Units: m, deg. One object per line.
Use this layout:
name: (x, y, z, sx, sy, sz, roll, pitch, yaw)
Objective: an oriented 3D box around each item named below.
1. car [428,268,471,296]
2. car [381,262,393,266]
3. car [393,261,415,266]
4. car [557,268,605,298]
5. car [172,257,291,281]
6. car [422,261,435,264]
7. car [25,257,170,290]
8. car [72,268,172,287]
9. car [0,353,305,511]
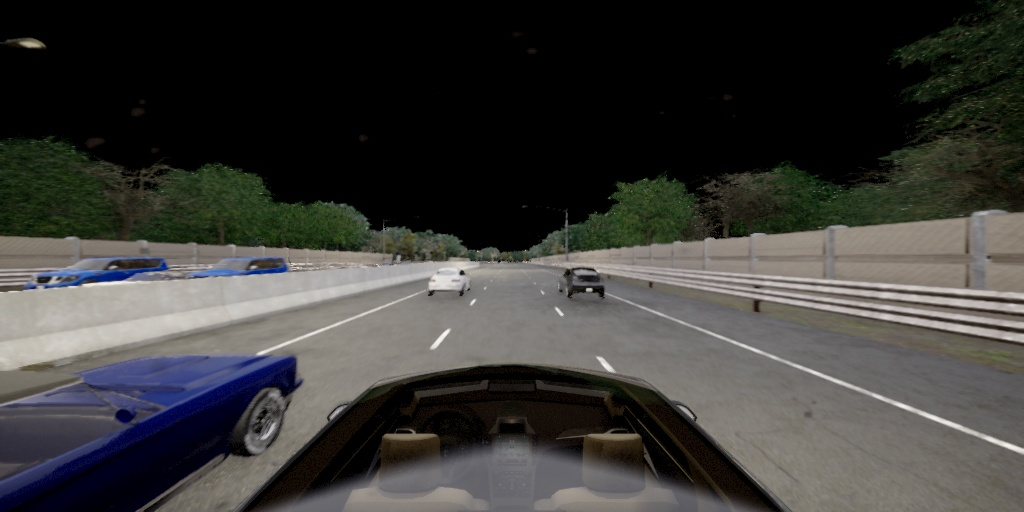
car: (-3.399, 1.367, 20.029, 1.812, 1.442, 4.674, 0, 0, 0)
car: (-21.008, 1.738, 61.280, 1.994, 1.385, 4.181, 0, -1, 0)
car: (-17.513, 1.642, 59.916, 2.128, 1.511, 4.902, 0, -1, 0)
car: (3.600, 1.344, 19.126, 1.837, 1.490, 4.892, 0, 0, 0)
car: (-14.096, 1.058, 18.894, 2.150, 2.045, 5.566, 0, 0, 0)
car: (-14.019, 1.643, 60.881, 1.882, 1.535, 5.008, 0, -1, 0)
car: (-21.095, 1.057, 18.805, 2.150, 2.045, 5.566, 0, 0, 0)
car: (-17.597, 1.433, 17.566, 1.895, 1.301, 4.718, 0, 0, 0)
car: (-3.401, 1.352, 2.129, 1.895, 1.301, 4.718, 0, 0, 0)
